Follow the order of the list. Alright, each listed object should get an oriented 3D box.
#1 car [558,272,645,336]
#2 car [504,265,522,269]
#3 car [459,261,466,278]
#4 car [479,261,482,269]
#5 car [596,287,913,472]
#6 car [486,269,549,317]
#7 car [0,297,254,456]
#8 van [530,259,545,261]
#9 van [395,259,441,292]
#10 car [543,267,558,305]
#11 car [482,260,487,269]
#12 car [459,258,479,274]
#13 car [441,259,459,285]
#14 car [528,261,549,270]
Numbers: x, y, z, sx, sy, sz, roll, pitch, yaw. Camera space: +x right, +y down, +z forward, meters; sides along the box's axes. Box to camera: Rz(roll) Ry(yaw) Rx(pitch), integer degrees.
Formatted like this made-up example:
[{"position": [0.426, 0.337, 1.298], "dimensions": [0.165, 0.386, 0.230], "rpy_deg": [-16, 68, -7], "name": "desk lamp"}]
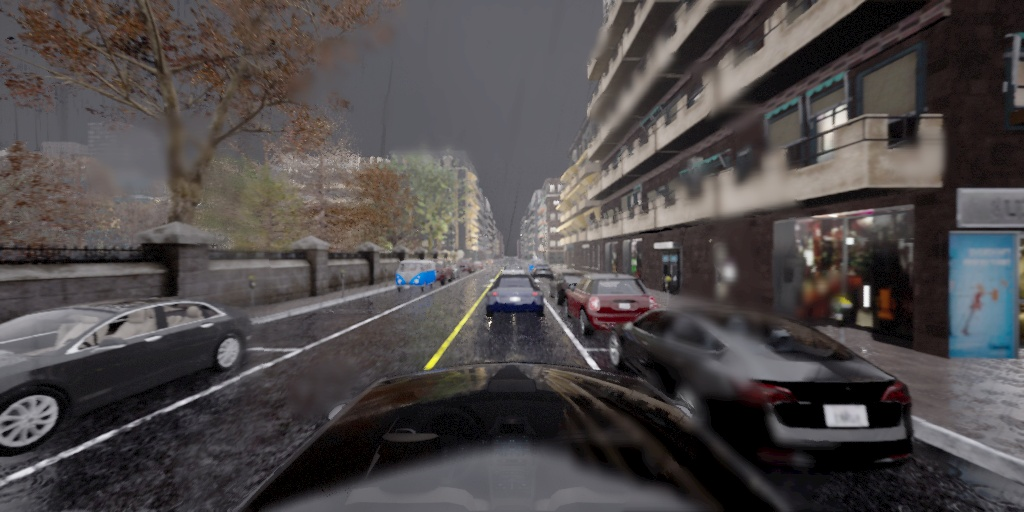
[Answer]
[{"position": [2.689, 1.218, 10.494], "dimensions": [1.967, 1.591, 4.097], "rpy_deg": [0, 0, 0], "name": "car"}, {"position": [0.092, 1.446, 31.764], "dimensions": [1.895, 1.301, 4.718], "rpy_deg": [0, 0, 0], "name": "car"}, {"position": [-5.698, 1.398, 32.632], "dimensions": [2.007, 1.370, 4.403], "rpy_deg": [0, 0, 0], "name": "car"}, {"position": [-5.702, 1.469, 49.238], "dimensions": [1.948, 1.339, 4.313], "rpy_deg": [0, 0, 0], "name": "car"}, {"position": [2.690, 1.326, 4.960], "dimensions": [1.948, 1.339, 4.313], "rpy_deg": [0, 0, 0], "name": "car"}, {"position": [0.098, 1.351, 13.466], "dimensions": [1.994, 1.385, 4.181], "rpy_deg": [0, 0, 0], "name": "car"}, {"position": [-5.690, 1.310, 4.957], "dimensions": [2.007, 1.370, 4.403], "rpy_deg": [0, 0, 0], "name": "car"}, {"position": [2.681, 1.208, 38.170], "dimensions": [1.690, 1.789, 3.998], "rpy_deg": [0, 0, 0], "name": "van"}, {"position": [-5.695, 1.153, 21.561], "dimensions": [1.690, 1.789, 3.998], "rpy_deg": [0, 0, 0], "name": "van"}, {"position": [2.687, 1.361, 16.030], "dimensions": [1.948, 1.339, 4.313], "rpy_deg": [0, 0, 0], "name": "car"}, {"position": [-5.705, 1.524, 60.308], "dimensions": [1.802, 1.307, 4.207], "rpy_deg": [0, 0, 0], "name": "car"}, {"position": [-5.701, 1.199, 43.703], "dimensions": [2.192, 1.841, 5.009], "rpy_deg": [0, 0, 0], "name": "car"}, {"position": [-5.697, 1.144, 27.097], "dimensions": [2.192, 1.841, 5.009], "rpy_deg": [0, 0, 0], "name": "car"}, {"position": [2.683, 1.414, 32.635], "dimensions": [1.948, 1.339, 4.313], "rpy_deg": [0, 0, 0], "name": "car"}]
